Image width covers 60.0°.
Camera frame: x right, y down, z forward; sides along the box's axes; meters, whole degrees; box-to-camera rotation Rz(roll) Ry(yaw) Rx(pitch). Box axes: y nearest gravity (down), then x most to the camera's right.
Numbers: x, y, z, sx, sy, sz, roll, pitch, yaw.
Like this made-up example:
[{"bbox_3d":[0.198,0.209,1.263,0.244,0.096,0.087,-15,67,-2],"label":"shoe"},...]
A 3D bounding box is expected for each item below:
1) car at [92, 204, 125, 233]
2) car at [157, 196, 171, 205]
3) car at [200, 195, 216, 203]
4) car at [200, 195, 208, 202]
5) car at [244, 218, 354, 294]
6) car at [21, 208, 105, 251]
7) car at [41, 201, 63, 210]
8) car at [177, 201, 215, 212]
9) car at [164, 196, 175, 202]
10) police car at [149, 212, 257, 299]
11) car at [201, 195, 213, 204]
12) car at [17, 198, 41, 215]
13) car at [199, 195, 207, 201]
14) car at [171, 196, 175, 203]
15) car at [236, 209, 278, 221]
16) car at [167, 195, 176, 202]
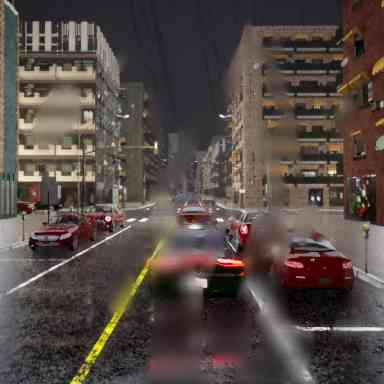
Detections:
[{"bbox_3d":[-5.240,1.444,19.659,1.967,1.590,4.097,1,0,0],"label":"car"},{"bbox_3d":[-5.090,1.534,57.701,1.752,1.417,4.829,1,0,0],"label":"car"},{"bbox_3d":[2.770,1.559,52.201,2.008,1.369,4.403,1,0,0],"label":"car"},{"bbox_3d":[2.877,1.555,80.556,1.887,1.381,4.507,1,0,0],"label":"car"},{"bbox_3d":[2.605,1.584,8.553,1.802,1.307,4.206,1,0,0],"label":"car"},{"bbox_3d":[-5.259,1.585,14.110,1.802,1.307,4.206,1,0,0],"label":"car"},{"bbox_3d":[-17.478,1.590,39.092,4.313,1.339,1.947,0,-1,0],"label":"car"},{"bbox_3d":[0.135,1.482,18.999,1.882,1.535,5.008,0,0,0],"label":"car"},{"bbox_3d":[-5.025,1.575,74.884,1.947,1.339,4.313,1,0,0],"label":"car"},{"bbox_3d":[0.129,1.506,8.538,2.038,1.542,4.974,0,0,0],"label":"police car"},{"bbox_3d":[2.814,1.449,63.543,1.967,1.590,4.097,1,0,0],"label":"car"},{"bbox_3d":[-17.446,1.240,31.216,5.009,1.841,2.192,0,-1,0],"label":"car"},{"bbox_3d":[2.898,1.561,86.226,2.008,1.369,4.403,1,0,0],"label":"car"},{"bbox_3d":[-5.047,1.535,69.043,1.752,1.417,4.829,1,0,0],"label":"car"},{"bbox_3d":[2.628,1.443,14.102,1.967,1.590,4.097,1,0,0],"label":"car"},{"bbox_3d":[-5.004,1.555,80.555,1.887,1.381,4.507,1,0,0],"label":"car"}]
